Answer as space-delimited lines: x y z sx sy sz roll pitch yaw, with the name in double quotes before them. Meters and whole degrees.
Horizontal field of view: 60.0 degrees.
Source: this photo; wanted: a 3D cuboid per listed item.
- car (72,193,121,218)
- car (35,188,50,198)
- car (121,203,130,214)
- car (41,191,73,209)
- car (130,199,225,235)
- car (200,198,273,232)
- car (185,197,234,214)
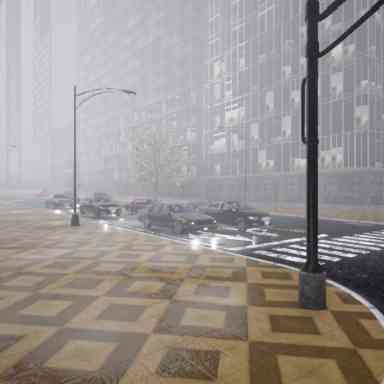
"car" -7.068 1.056 25.414 2.128 1.511 4.902 0 1 -38
"car" -28.496 0.111 63.717 2.097 1.767 4.553 0 1 -38
"car" -3.436 1.194 26.048 1.895 1.301 4.718 0 1 -38
"car" -13.402 0.902 33.517 1.812 1.442 4.674 0 1 -38
"car" -0.993 1.292 17.673 2.033 1.411 5.357 0 1 -38
"car" 2.289 1.254 18.757 2.128 1.511 4.902 0 1 -38
"car" 1.500 1.177 30.572 1.895 1.301 4.718 0 1 -38
